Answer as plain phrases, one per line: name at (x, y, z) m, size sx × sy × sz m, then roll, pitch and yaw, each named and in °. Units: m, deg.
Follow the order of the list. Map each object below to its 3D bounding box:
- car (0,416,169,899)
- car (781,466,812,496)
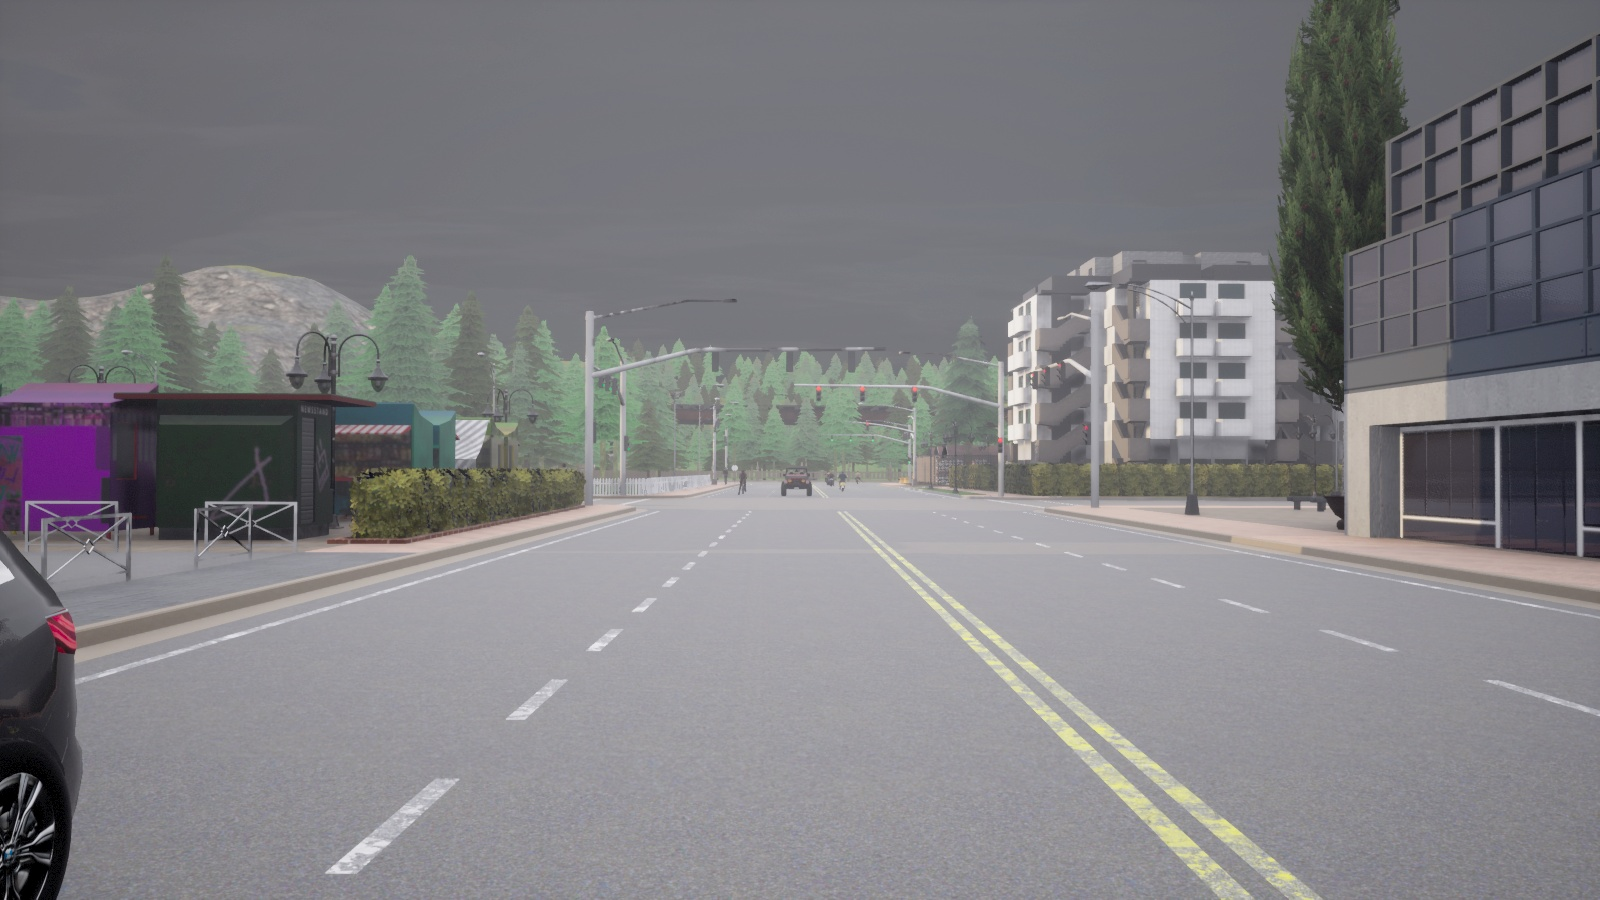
car at (-3.507, 0.714, 2.453) m, size 2.242 × 1.667 × 4.611 m, roll 0°, pitch -1°, yaw 0°
car at (-0.200, 1.930, 78.718) m, size 1.905 × 1.878 × 3.866 m, roll 0°, pitch -1°, yaw 0°
